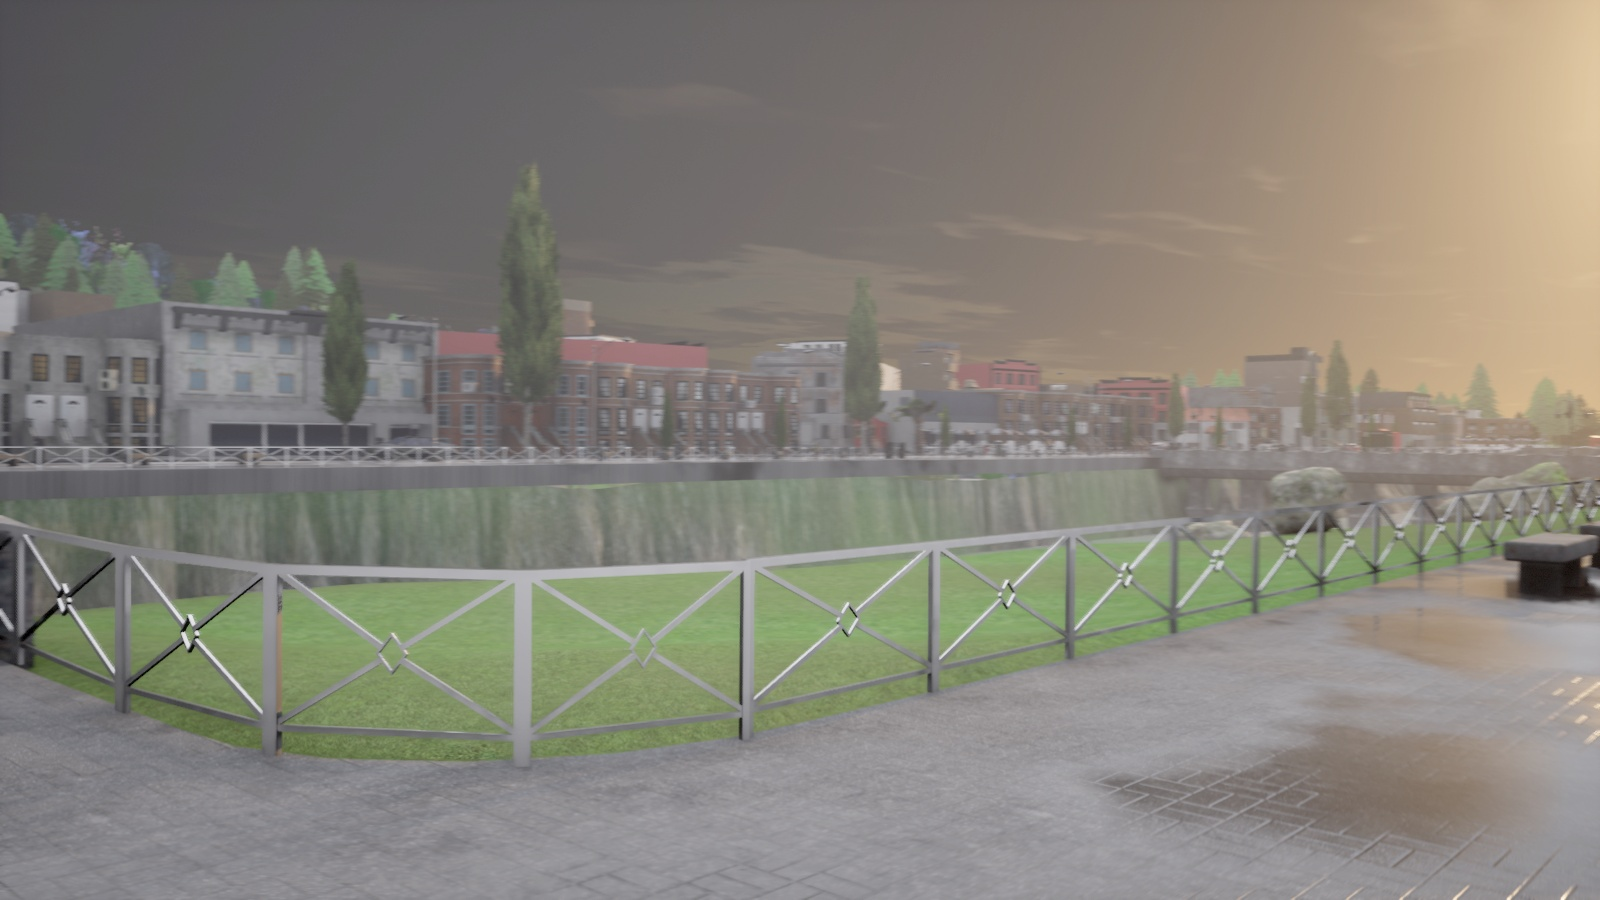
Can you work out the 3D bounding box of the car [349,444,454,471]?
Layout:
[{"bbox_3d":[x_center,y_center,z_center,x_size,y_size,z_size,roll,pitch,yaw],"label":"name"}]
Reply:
[{"bbox_3d":[-22.385,0.398,70.746,2.033,1.411,5.357,0,1,42],"label":"car"}]
